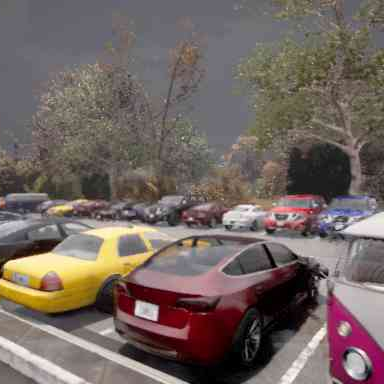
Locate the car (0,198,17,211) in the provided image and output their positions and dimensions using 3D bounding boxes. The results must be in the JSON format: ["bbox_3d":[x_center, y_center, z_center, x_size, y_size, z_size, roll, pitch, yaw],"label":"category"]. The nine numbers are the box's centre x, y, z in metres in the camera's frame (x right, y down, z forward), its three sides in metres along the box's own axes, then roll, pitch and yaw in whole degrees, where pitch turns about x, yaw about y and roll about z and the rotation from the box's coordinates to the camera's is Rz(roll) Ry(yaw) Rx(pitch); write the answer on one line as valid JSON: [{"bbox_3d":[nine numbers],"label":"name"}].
[{"bbox_3d":[-23.595,1.456,39.338,2.002,1.452,4.674,0,0,36],"label":"car"}]

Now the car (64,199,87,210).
[{"bbox_3d":[-7.724,1.416,28.022,2.097,1.535,5.008,0,0,35],"label":"car"}]

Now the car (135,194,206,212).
[{"bbox_3d":[-0.929,1.174,23.163,2.435,2.045,5.566,0,0,35],"label":"car"}]

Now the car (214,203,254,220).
[{"bbox_3d":[3.525,1.479,20.027,2.002,1.452,4.674,0,0,35],"label":"car"}]

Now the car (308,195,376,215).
[{"bbox_3d":[8.049,1.209,16.778,2.435,2.045,5.566,0,0,35],"label":"car"}]

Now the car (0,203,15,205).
[{"bbox_3d":[-10.637,1.422,14.045,2.231,1.521,4.892,0,0,35],"label":"car"}]

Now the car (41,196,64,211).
[{"bbox_3d":[-10.099,1.411,29.491,1.946,1.575,5.366,0,0,35],"label":"car"}]

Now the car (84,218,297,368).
[{"bbox_3d":[0.799,1.490,5.954,2.163,1.488,4.792,0,0,35],"label":"car"}]

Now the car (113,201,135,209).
[{"bbox_3d":[-3.165,1.451,24.822,2.163,1.488,4.792,0,0,35],"label":"car"}]

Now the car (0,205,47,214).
[{"bbox_3d":[-8.371,1.455,12.404,2.163,1.488,4.792,0,0,35],"label":"car"}]

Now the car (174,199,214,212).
[{"bbox_3d":[1.355,1.432,21.567,2.097,1.535,5.008,0,0,35],"label":"car"}]

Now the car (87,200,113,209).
[{"bbox_3d":[-5.468,1.448,26.389,2.163,1.488,4.792,0,0,35],"label":"car"}]

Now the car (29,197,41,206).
[{"bbox_3d":[-12.262,1.452,31.255,2.002,1.452,4.674,0,0,35],"label":"car"}]

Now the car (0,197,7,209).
[{"bbox_3d":[-25.862,1.424,40.960,2.097,1.535,5.008,0,0,36],"label":"car"}]

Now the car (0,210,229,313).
[{"bbox_3d":[-1.395,1.446,7.706,1.946,1.575,5.366,0,0,35],"label":"car"}]

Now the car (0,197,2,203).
[{"bbox_3d":[-19.081,1.282,36.077,2.185,1.767,4.553,0,0,35],"label":"car"}]

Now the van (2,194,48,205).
[{"bbox_3d":[-16.732,1.181,34.583,1.878,1.987,4.442,0,0,35],"label":"van"}]

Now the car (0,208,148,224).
[{"bbox_3d":[-3.787,1.439,9.173,2.097,1.535,5.008,0,0,35],"label":"car"}]

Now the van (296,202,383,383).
[{"bbox_3d":[3.000,1.246,4.210,1.878,1.987,4.442,0,0,35],"label":"van"}]

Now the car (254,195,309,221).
[{"bbox_3d":[5.880,1.198,18.320,2.435,2.045,5.566,0,0,35],"label":"car"}]
